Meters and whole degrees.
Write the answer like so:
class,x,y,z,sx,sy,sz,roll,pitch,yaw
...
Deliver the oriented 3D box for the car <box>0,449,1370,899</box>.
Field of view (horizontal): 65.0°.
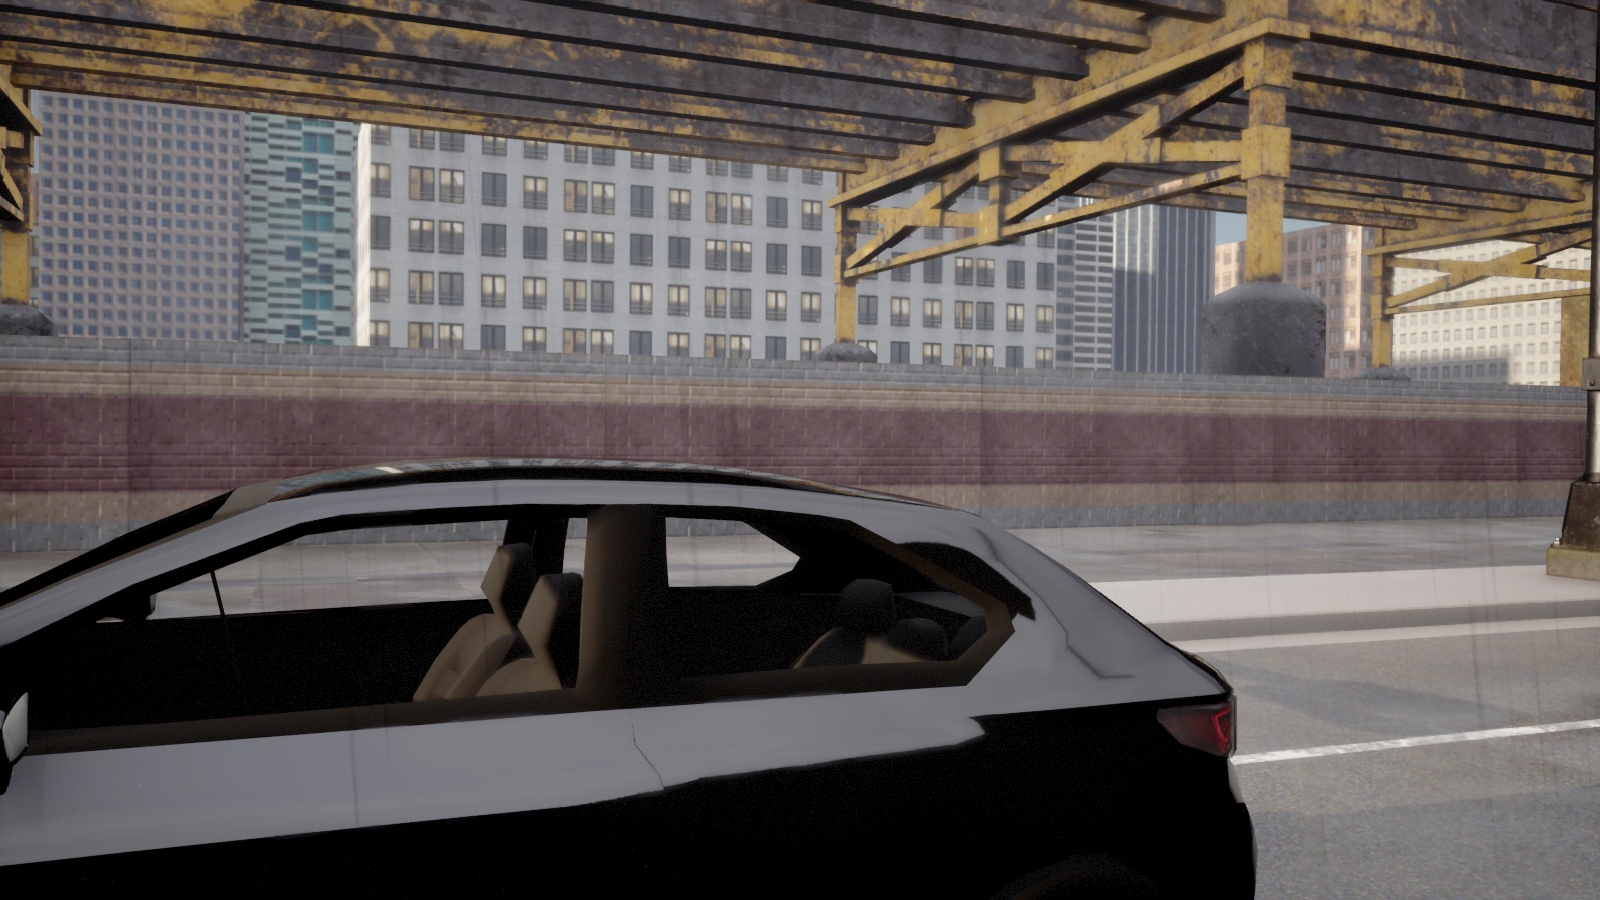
class,x,y,z,sx,sy,sz,roll,pitch,yaw
car,-1.042,0.777,2.843,4.193,1.474,1.816,-1,1,-21
